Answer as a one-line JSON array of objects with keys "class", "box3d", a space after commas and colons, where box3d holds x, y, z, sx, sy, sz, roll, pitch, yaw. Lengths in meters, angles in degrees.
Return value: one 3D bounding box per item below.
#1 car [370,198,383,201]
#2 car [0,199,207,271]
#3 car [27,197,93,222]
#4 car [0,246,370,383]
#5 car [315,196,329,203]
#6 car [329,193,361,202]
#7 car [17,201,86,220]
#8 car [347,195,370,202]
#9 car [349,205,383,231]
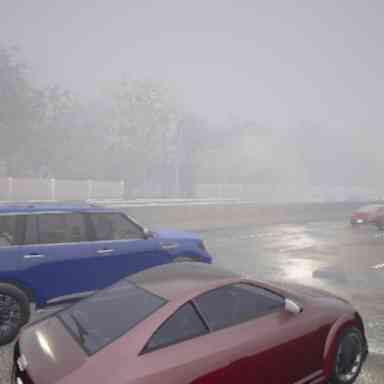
[{"class": "car", "box3d": [25.920, 1.523, 43.952, 4.674, 1.442, 1.812, 0, 0, -35]}, {"class": "car", "box3d": [-2.166, 1.222, 6.502, 5.566, 2.045, 2.150, 0, 0, -36]}, {"class": "car", "box3d": [-10.501, 1.354, 26.598, 4.553, 1.767, 2.097, 0, 0, -35]}, {"class": "car", "box3d": [0.230, 1.563, 3.912, 4.181, 1.385, 1.994, 0, 0, -36]}, {"class": "car", "box3d": [21.956, 1.506, 53.991, 4.892, 1.490, 1.837, 0, 0, -35]}, {"class": "car", "box3d": [24.168, 1.221, 51.270, 5.566, 2.045, 2.150, 0, 0, -35]}, {"class": "car", "box3d": [-12.384, 1.550, 29.556, 5.357, 1.411, 2.033, 0, 0, -36]}, {"class": "car", "box3d": [24.952, 1.547, 47.538, 5.357, 1.411, 2.033, 0, 0, -35]}, {"class": "car", "box3d": [11.601, 1.513, 20.630, 4.674, 1.442, 1.812, 0, 0, -36]}]
